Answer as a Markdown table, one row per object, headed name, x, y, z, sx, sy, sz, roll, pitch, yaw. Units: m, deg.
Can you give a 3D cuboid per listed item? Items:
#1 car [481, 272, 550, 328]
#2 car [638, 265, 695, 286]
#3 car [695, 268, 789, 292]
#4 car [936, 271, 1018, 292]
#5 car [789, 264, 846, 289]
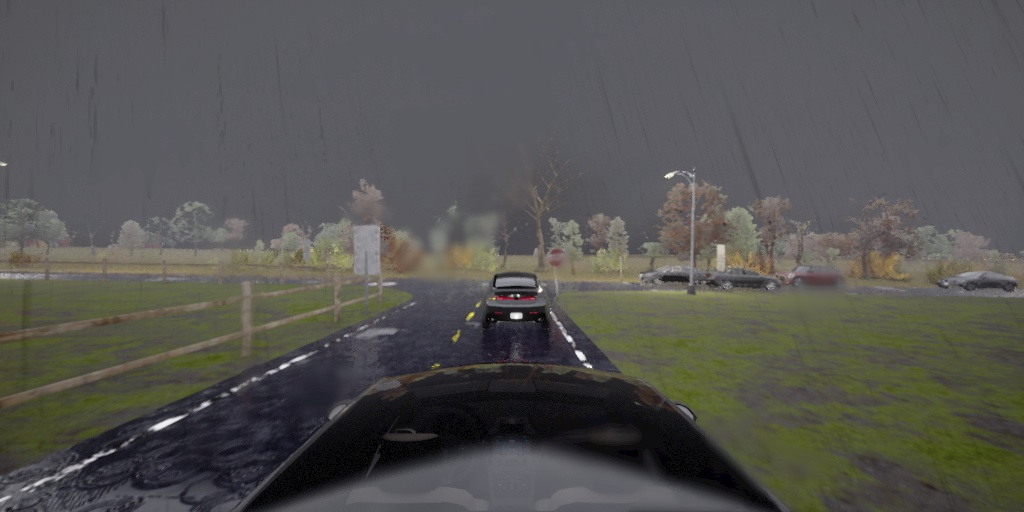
| name | x | y | z | sx | sy | sz | roll | pitch | yaw |
| --- | --- | --- | --- | --- | --- | --- | --- | --- | --- |
| car | 0.086 | 1.249 | 11.352 | 1.837 | 1.490 | 4.892 | 0 | 0 | -1 |
| car | 12.223 | 1.454 | 27.398 | 4.902 | 1.511 | 2.128 | 1 | 1 | -1 |
| car | 15.618 | 1.574 | 24.519 | 4.892 | 1.490 | 1.837 | 1 | 1 | 0 |
| car | 35.539 | 1.900 | 27.411 | 4.674 | 1.442 | 1.812 | 1 | 1 | 1 |
| car | 22.617 | 1.499 | 27.433 | 4.553 | 1.767 | 2.097 | 1 | 1 | 0 |
